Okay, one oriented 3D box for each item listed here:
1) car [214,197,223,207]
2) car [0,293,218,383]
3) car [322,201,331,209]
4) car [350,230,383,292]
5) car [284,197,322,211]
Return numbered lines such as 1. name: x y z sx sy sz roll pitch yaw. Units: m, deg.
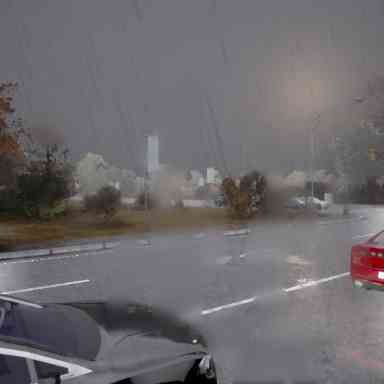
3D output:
1. car: 5.076 1.296 44.572 1.837 1.490 4.892 -1 0 -39
2. car: -1.990 1.492 2.310 4.902 1.511 2.128 0 0 -35
3. car: 13.918 1.282 39.172 1.812 1.442 4.674 -1 0 -39
4. car: 5.726 1.445 7.825 5.008 1.535 1.882 0 0 -35
5. car: 11.132 1.334 37.020 2.033 1.411 5.357 -1 0 -39
